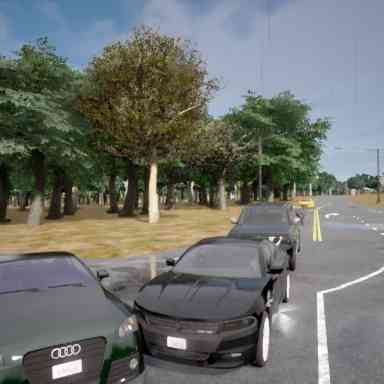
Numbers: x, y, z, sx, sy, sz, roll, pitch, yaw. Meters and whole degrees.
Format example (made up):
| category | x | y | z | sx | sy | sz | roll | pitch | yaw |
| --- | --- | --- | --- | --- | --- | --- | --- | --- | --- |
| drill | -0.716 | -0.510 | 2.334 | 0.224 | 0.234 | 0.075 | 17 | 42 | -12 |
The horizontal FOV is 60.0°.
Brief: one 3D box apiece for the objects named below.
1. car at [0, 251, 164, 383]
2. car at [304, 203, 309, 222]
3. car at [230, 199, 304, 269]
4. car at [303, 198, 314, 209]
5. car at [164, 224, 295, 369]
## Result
| category | x | y | z | sx | sy | sz | roll | pitch | yaw |
| --- | --- | --- | --- | --- | --- | --- | --- | --- | --- |
| car | -2.323 | 1.643 | 5.002 | 1.994 | 1.385 | 4.181 | 2 | -2 | -33 |
| car | 7.707 | 1.791 | 25.549 | 1.895 | 1.301 | 4.718 | -1 | 0 | 20 |
| car | 2.828 | 1.460 | 12.451 | 2.150 | 2.045 | 5.566 | -2 | 0 | 20 |
| car | 17.020 | 1.711 | 49.494 | 1.882 | 1.535 | 5.008 | -1 | 0 | 25 |
| car | 0.720 | 1.614 | 6.306 | 1.882 | 1.535 | 5.008 | -1 | -2 | 21 |
